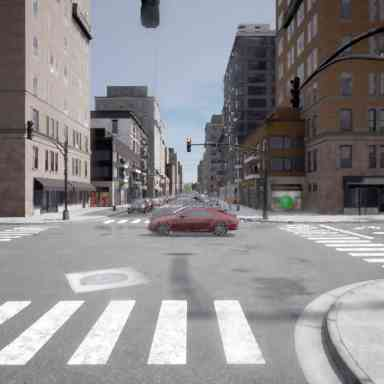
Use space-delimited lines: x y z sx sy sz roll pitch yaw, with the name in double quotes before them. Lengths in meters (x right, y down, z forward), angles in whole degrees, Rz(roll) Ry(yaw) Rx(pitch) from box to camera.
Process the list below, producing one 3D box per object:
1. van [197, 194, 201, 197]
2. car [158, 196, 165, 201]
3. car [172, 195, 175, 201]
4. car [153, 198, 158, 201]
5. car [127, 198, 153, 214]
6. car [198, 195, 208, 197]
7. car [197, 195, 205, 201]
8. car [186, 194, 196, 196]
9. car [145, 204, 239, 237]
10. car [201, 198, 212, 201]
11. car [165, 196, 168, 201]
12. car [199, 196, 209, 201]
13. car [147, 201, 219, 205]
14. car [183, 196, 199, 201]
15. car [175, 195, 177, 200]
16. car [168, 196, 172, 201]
"van" 2.235 1.424 58.207 1.690 1.788 3.998 0 0 0
"car" -5.785 1.653 52.688 1.802 1.307 4.206 0 0 0
"car" -5.812 1.695 80.242 2.008 1.369 4.403 0 0 0
"car" -5.774 1.490 41.667 1.967 1.590 4.097 0 0 0
"car" -5.768 1.480 36.156 1.967 1.590 4.097 0 0 0
"car" 2.240 1.637 52.696 1.947 1.339 4.313 0 0 0
"car" 2.207 1.600 85.761 1.967 1.590 4.097 0 0 0
"car" -0.311 1.712 68.973 1.895 1.301 4.718 0 0 0
"car" 0.106 1.531 17.376 4.674 1.442 1.812 0 0 0
"car" 2.257 1.606 36.163 1.947 1.339 4.313 0 0 0
"car" -5.790 1.634 58.199 2.008 1.369 4.403 0 0 0
"car" 2.246 1.641 47.186 1.802 1.307 4.206 0 0 0
"car" -0.079 1.507 20.625 4.902 1.511 2.128 0 0 0
"car" -0.308 1.658 45.838 1.895 1.301 4.718 0 0 0
"car" -5.823 1.721 91.264 1.887 1.381 4.507 0 0 0
"car" -5.801 1.552 69.220 1.967 1.590 4.097 0 0 0
